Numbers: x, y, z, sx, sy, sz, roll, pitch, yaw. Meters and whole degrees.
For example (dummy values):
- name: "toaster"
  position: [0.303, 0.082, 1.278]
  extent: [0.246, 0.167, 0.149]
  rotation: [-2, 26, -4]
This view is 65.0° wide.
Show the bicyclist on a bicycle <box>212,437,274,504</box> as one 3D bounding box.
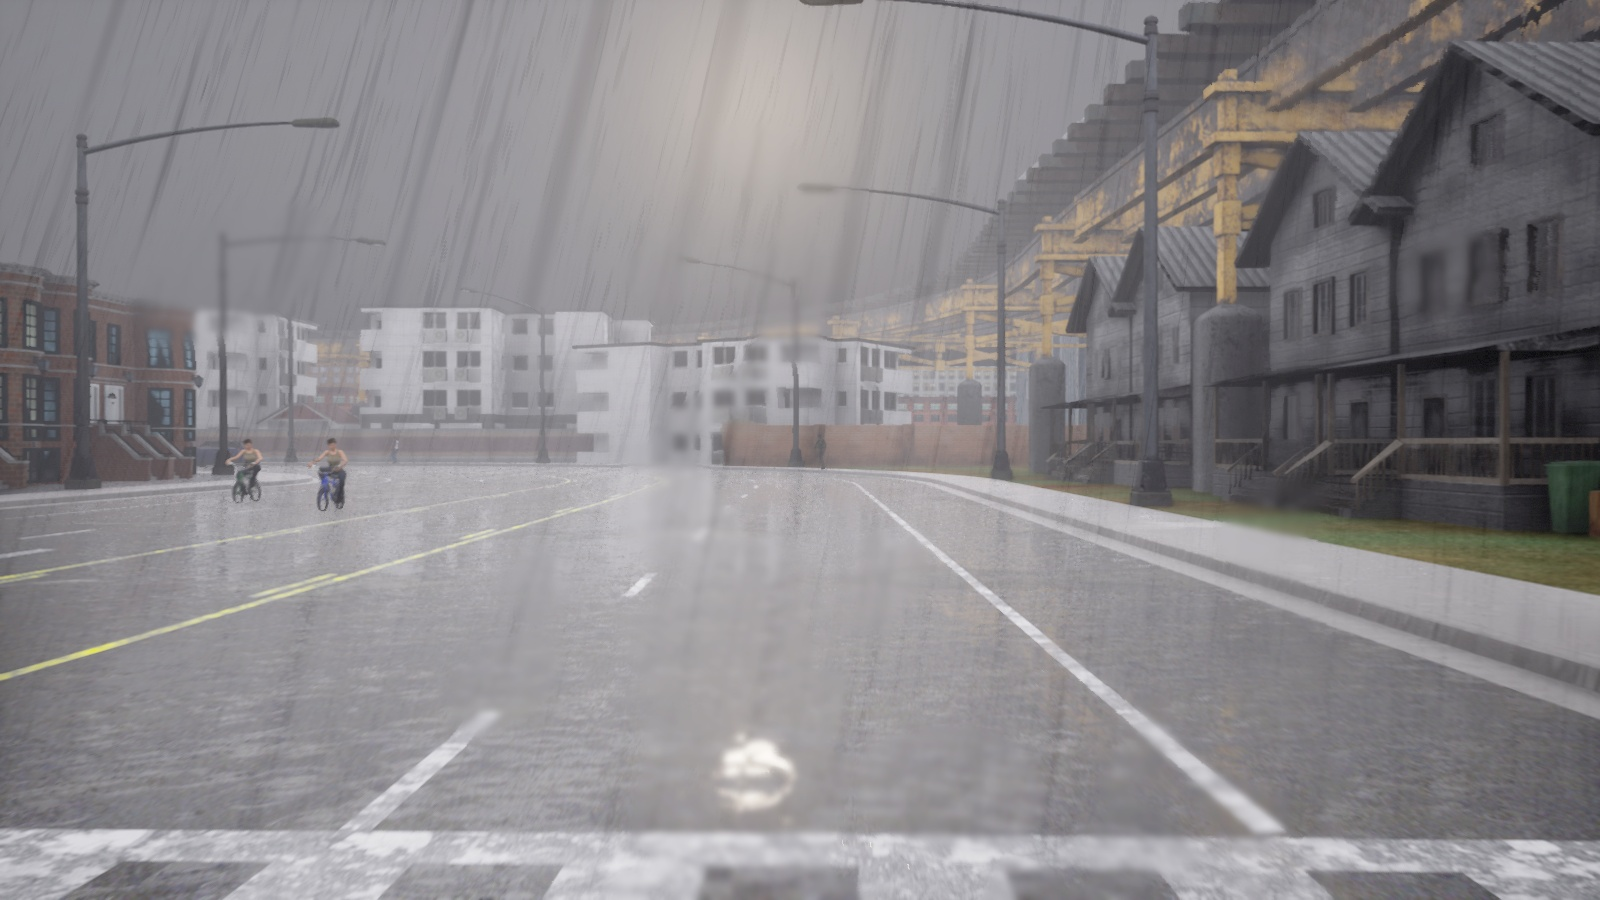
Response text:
- name: "bicyclist on a bicycle"
  position: [-13.799, 0.496, 31.152]
  extent: [0.866, 1.612, 1.509]
  rotation: [0, 0, 1]

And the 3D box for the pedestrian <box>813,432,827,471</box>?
- name: "pedestrian"
  position: [1.013, 0.051, 62.374]
  extent: [0.395, 1.930, 0.692]
  rotation: [0, 0, -30]

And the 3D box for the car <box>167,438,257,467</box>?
- name: "car"
  position: [-35.892, 0.144, 76.687]
  extent: [4.553, 1.767, 2.097]
  rotation: [0, 0, 4]

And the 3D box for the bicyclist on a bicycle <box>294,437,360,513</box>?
- name: "bicyclist on a bicycle"
  position: [-10.325, 0.520, 27.468]
  extent: [0.866, 1.612, 1.509]
  rotation: [0, 0, 0]
